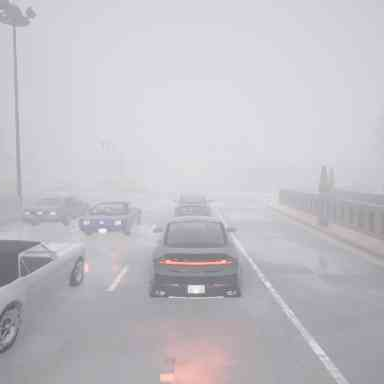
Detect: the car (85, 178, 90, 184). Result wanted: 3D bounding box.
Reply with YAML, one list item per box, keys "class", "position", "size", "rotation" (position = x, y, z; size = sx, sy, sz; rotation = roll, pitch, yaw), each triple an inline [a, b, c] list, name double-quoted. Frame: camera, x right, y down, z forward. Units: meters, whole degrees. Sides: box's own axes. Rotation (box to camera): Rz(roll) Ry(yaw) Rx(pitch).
- class: "car"
  position: [-21.319, -2.311, 71.122]
  size: [1.895, 1.301, 4.718]
  rotation: [0, 3, 0]

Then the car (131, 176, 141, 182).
- class: "car"
  position: [-14.389, -3.335, 85.992]
  size: [1.882, 1.535, 5.008]
  rotation: [0, 3, 0]

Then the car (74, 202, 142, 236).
- class: "car"
  position: [-3.456, 1.078, 15.051]
  size: [1.895, 1.301, 4.718]
  rotation: [0, 3, 0]

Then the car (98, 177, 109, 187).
- class: "car"
  position: [-14.333, -1.643, 58.127]
  size: [1.882, 1.535, 5.008]
  rotation: [0, 3, 0]

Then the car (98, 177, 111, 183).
- class: "car"
  position: [-21.367, -3.007, 81.445]
  size: [1.812, 1.442, 4.674]
  rotation: [0, 3, 0]

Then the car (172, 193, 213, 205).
- class: "car"
  position: [0.035, 0.838, 17.521]
  size: [1.837, 1.490, 4.892]
  rotation: [0, 3, -1]

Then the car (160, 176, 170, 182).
- class: "car"
  position: [-7.400, -3.431, 88.386]
  size: [1.812, 1.442, 4.674]
  rotation: [0, 3, 0]

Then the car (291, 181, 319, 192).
- class: "car"
  position: [15.022, -0.644, 42.391]
  size: [4.674, 1.442, 1.812]
  rotation: [0, 3, 2]

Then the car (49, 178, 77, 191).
- class: "car"
  position: [-17.795, -0.826, 45.417]
  size: [1.812, 1.442, 4.674]
  rotation: [0, 3, 0]

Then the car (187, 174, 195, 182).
- class: "car"
  position: [-0.406, -3.506, 89.684]
  size: [2.128, 1.511, 4.902]
  rotation: [0, 3, 0]

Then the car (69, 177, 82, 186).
- class: "car"
  position: [-21.325, -1.834, 59.223]
  size: [2.097, 1.767, 4.553]
  rotation: [0, 3, 0]

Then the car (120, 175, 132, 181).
- class: "car"
  position: [-17.910, -3.710, 90.447]
  size: [2.128, 1.511, 4.902]
  rotation: [0, 3, 0]

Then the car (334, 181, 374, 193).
- class: "car"
  position: [18.465, -0.474, 38.781]
  size: [5.008, 1.535, 1.882]
  rotation: [0, 3, 2]

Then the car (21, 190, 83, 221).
- class: "car"
  position: [-6.968, 0.868, 17.683]
  size: [2.033, 1.411, 5.357]
  rotation: [0, 3, 0]

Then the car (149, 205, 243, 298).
- class: "car"
  position: [0.070, 1.338, 8.142]
  size: [1.837, 1.490, 4.892]
  rotation: [0, 2, 0]

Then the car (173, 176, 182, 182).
- class: "car"
  position: [-3.900, -3.433, 88.403]
  size: [1.812, 1.442, 4.674]
  rotation: [0, 3, 0]

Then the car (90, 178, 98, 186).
- class: "car"
  position: [-17.812, -1.960, 64.814]
  size: [1.994, 1.385, 4.181]
  rotation: [0, 3, 0]

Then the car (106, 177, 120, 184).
- class: "car"
  position: [-17.838, -2.624, 75.129]
  size: [2.128, 1.511, 4.902]
  rotation: [0, 3, 0]

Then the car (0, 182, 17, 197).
- class: "car"
  position: [-21.260, -0.369, 37.077]
  size: [1.882, 1.535, 5.008]
  rotation: [0, 3, 0]

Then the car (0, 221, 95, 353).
- class: "car"
  position: [-3.421, 1.506, 5.925]
  size: [1.895, 1.301, 4.718]
  rotation: [0, 2, 0]

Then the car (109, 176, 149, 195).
- class: "car"
  position: [-7.260, -0.657, 39.754]
  size: [4.553, 1.767, 2.097]
  rotation: [2, 4, 33]
